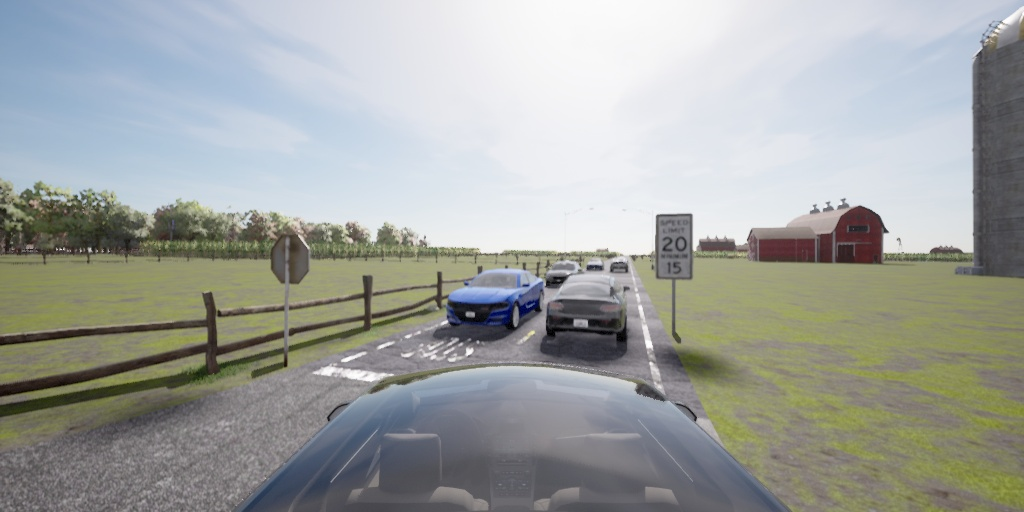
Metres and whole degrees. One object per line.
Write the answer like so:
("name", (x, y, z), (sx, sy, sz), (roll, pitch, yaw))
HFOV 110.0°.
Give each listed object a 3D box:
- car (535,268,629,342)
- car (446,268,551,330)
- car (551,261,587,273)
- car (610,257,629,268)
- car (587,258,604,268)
("car", (2.139, 1.219, 9.663), (1.812, 1.442, 4.674), (0, 0, 18))
("car", (-0.294, 1.162, 11.269), (1.882, 1.535, 5.008), (0, 0, 17))
("car", (3.428, 1.102, 22.934), (1.837, 1.490, 4.892), (0, 2, 18))
("car", (11.982, 0.966, 39.983), (2.128, 1.511, 4.902), (0, 0, 18))
("car", (10.202, 0.999, 43.625), (2.033, 1.411, 5.357), (0, 0, 18))
